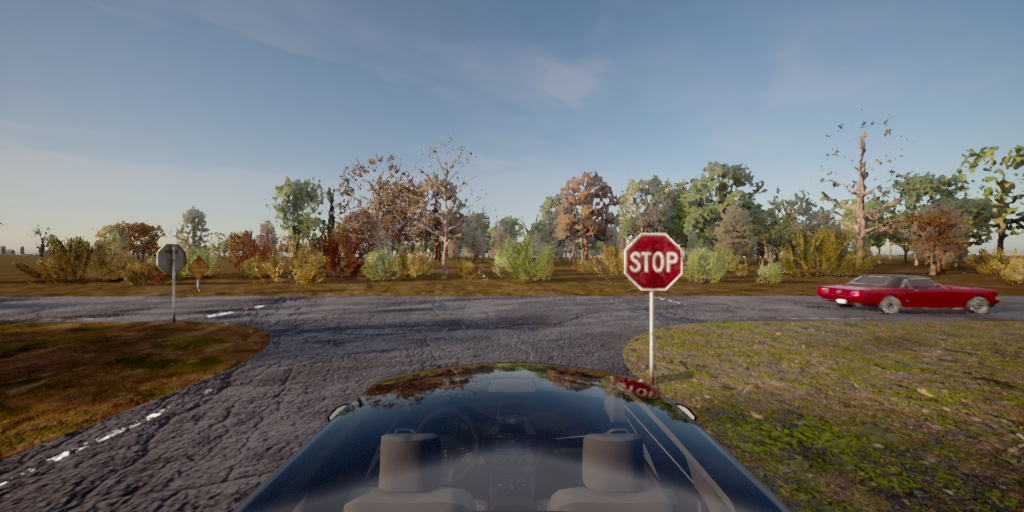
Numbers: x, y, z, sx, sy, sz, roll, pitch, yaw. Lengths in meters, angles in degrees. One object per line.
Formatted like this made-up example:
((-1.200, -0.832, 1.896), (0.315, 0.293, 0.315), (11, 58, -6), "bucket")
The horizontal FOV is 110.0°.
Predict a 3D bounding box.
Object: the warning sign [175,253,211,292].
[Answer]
((-16.192, 0.890, 18.489), (1.060, 1.860, 1.300), (0, 0, 0), "warning sign")

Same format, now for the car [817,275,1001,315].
((14.044, 1.334, 12.848), (4.718, 1.301, 1.895), (0, 0, 1), "car")
